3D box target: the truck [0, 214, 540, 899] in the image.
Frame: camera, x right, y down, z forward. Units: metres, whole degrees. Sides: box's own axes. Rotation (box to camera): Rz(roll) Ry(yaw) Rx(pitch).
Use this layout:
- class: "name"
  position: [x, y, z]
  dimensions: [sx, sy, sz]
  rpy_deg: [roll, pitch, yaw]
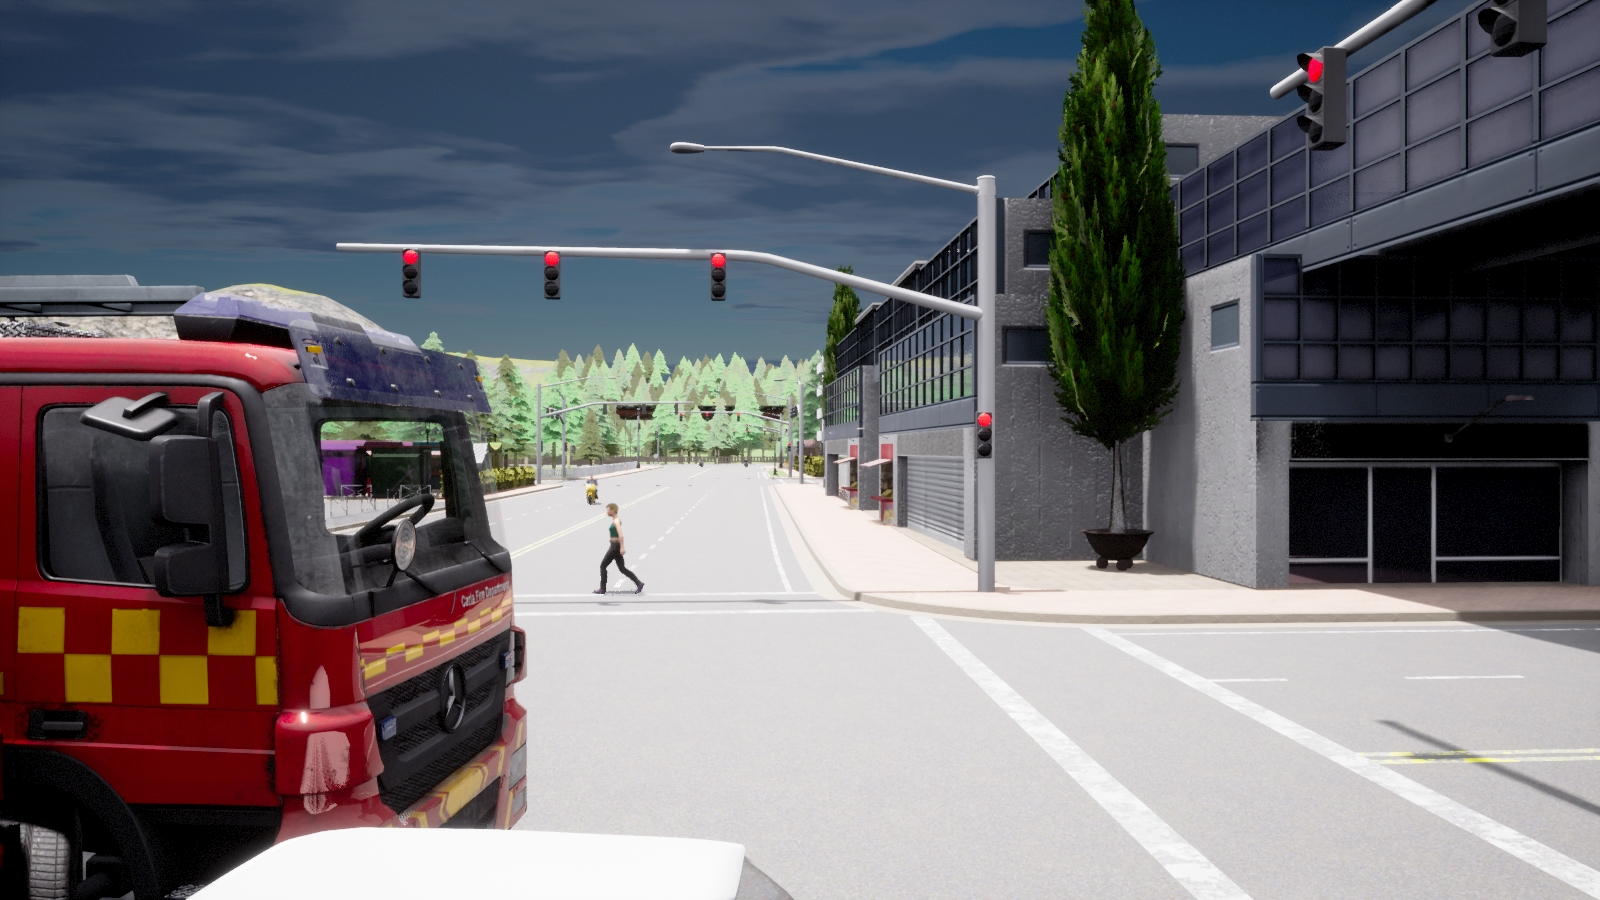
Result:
- class: "truck"
  position: [-6.102, 0.890, 6.659]
  dimensions: [8.468, 3.827, 2.891]
  rpy_deg: [0, 0, 4]

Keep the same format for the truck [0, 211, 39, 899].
- class: "truck"
  position: [-7.587, 0.890, 3.490]
  dimensions: [8.468, 3.827, 2.891]
  rpy_deg: [0, 0, -3]

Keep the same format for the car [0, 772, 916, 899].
- class: "car"
  position: [-1.549, 2.065, 3.579]
  dimensions: [3.806, 1.475, 1.970]
  rpy_deg: [0, 0, 5]

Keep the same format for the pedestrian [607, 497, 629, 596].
- class: "pedestrian"
  position: [-3.507, 1.848, 22.010]
  dimensions: [0.375, 1.860, 0.375]
  rpy_deg: [0, 0, -4]
